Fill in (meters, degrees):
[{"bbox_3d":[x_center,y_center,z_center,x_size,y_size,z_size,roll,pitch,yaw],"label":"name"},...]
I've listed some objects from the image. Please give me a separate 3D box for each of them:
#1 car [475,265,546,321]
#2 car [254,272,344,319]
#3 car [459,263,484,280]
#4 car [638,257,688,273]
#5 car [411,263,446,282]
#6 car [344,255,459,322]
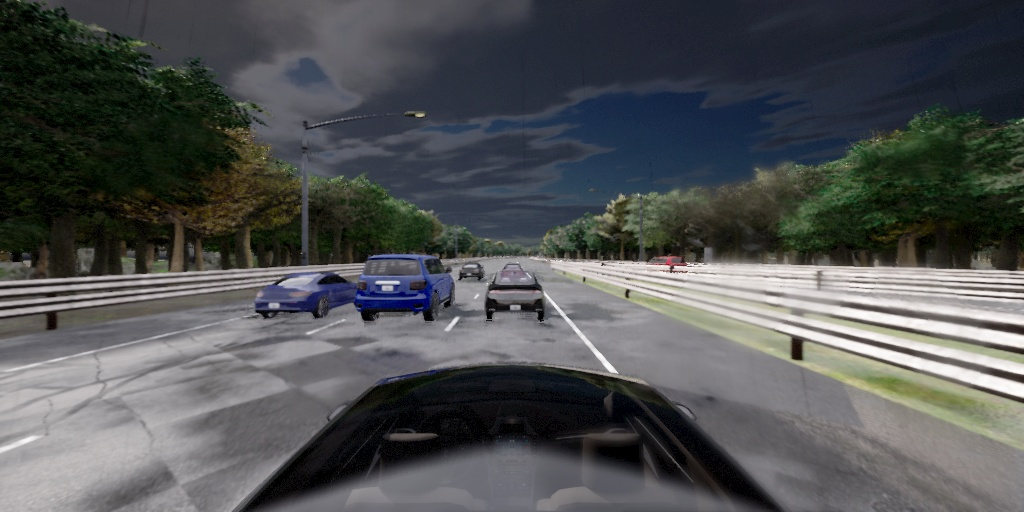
[{"bbox_3d":[0.096,1.244,12.563,2.128,1.511,4.902,0,0,0],"label":"car"},{"bbox_3d":[-6.904,1.278,12.707,1.812,1.442,4.674,0,0,0],"label":"car"},{"bbox_3d":[-3.411,1.285,30.746,1.812,1.442,4.674,0,0,0],"label":"car"},{"bbox_3d":[15.093,1.101,36.140,2.150,2.045,5.566,0,0,-16],"label":"car"},{"bbox_3d":[-6.913,1.323,30.190,1.994,1.385,4.181,0,0,0],"label":"car"},{"bbox_3d":[-3.416,0.974,12.458,2.150,2.045,5.566,0,0,0],"label":"car"}]
